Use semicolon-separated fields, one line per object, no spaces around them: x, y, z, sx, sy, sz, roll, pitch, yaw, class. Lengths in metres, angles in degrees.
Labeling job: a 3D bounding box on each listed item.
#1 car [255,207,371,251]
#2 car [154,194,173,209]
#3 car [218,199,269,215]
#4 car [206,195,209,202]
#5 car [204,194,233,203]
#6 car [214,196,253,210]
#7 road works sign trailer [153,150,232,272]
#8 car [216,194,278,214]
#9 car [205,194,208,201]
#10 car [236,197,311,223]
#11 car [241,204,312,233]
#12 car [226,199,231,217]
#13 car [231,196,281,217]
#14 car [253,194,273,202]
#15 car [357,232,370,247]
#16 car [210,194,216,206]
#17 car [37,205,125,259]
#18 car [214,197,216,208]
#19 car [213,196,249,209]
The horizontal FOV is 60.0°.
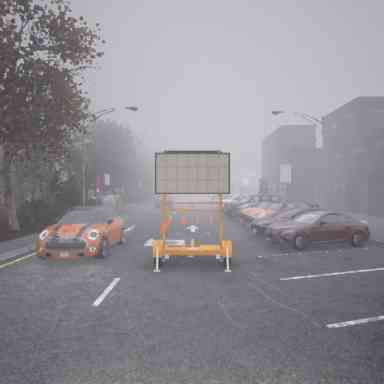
5.336;1.528;14.043;4.674;1.452;2.002;1;0;-20;car
-3.862;1.282;45.957;2.150;2.045;5.566;0;0;0;car
5.414;1.545;35.046;4.792;1.488;2.163;1;0;-20;car
5.545;1.583;56.082;5.008;1.535;2.097;1;-1;-20;car
5.611;1.391;71.120;5.566;2.045;2.435;1;0;-20;car
5.463;1.414;44.061;4.553;1.767;2.185;1;0;-20;car
0.018;0.465;10.777;2.380;3.560;2.880;0;0;0;road works sign trailer
5.397;1.252;29.031;5.566;2.045;2.435;1;0;-20;car
5.404;1.613;65.027;5.366;1.575;1.946;1;0;-20;car
5.392;1.366;20.055;4.553;1.767;2.185;1;0;-20;car
5.318;1.518;17.035;4.792;1.488;2.163;1;0;-20;car
5.387;1.538;26.052;4.674;1.452;2.002;1;0;-20;car
5.407;1.369;23.056;4.553;1.767;2.185;1;0;-20;car
18.624;1.463;87.074;2.435;2.045;5.566;0;0;-21;car
5.317;1.487;5.043;4.892;1.521;2.231;1;0;-20;car
5.437;1.271;38.048;5.566;2.045;2.435;1;0;-20;car
-3.929;1.353;12.491;2.097;1.767;4.553;0;0;0;car
5.251;1.503;31.989;5.366;1.575;1.946;1;0;-20;car
5.480;1.424;47.063;4.553;1.767;2.185;1;0;-20;car
